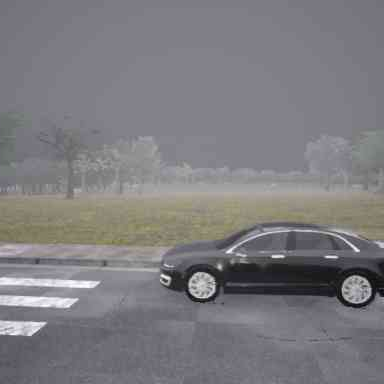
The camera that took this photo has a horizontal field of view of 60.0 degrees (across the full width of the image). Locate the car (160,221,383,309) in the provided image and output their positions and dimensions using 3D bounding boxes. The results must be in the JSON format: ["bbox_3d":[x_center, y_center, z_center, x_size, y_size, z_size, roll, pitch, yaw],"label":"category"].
[{"bbox_3d":[1.765,1.416,7.175,4.892,1.490,1.837,0,1,6],"label":"car"}]
